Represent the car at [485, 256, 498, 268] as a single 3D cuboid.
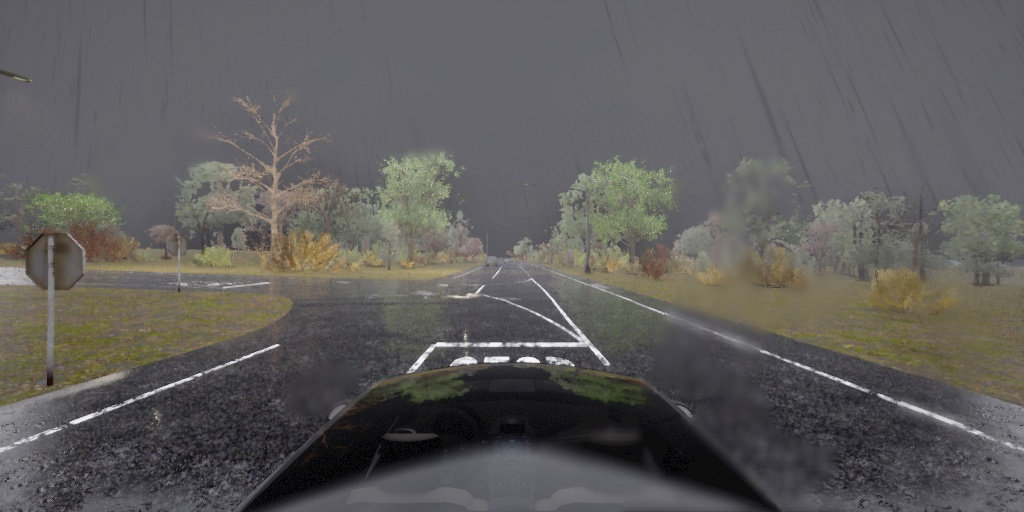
[{"bbox_3d":[-3.712,1.033,64.784,2.150,2.045,5.566,0,0,-1],"label":"car"}]
